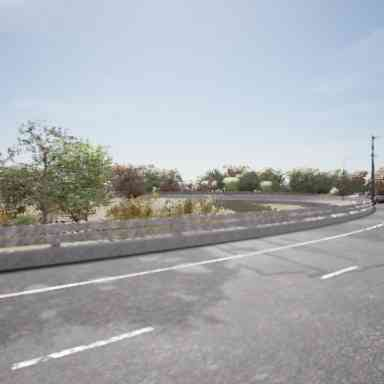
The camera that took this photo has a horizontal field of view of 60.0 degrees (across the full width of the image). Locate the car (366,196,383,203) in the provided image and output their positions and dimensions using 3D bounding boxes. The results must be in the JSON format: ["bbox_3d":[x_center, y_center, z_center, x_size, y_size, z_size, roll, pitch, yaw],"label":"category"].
[{"bbox_3d":[43.476,1.744,78.945,2.128,1.511,4.902,0,0,5],"label":"car"}]

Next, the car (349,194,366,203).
[{"bbox_3d":[39.970,1.747,79.154,2.128,1.511,4.902,0,0,5],"label":"car"}]

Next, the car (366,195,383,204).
[{"bbox_3d":[38.119,1.545,68.545,2.097,1.767,4.553,0,0,13],"label":"car"}]
